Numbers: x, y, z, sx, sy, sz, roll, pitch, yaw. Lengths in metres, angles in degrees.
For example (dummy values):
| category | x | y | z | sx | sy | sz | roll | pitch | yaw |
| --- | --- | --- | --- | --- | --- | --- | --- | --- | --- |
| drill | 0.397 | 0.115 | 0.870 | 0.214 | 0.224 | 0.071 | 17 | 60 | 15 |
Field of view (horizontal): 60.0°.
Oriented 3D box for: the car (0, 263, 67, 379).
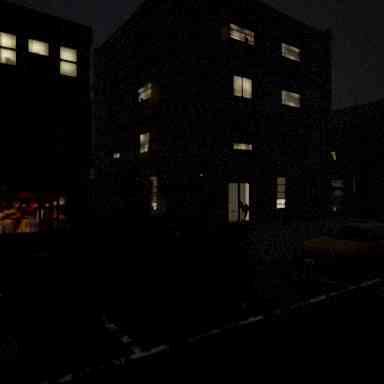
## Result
| category | x | y | z | sx | sy | sz | roll | pitch | yaw |
| --- | --- | --- | --- | --- | --- | --- | --- | --- | --- |
| car | -3.795 | 1.551 | 3.854 | 4.403 | 1.369 | 2.008 | 0 | 0 | -36 |

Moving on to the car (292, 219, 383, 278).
| category | x | y | z | sx | sy | sz | roll | pitch | yaw |
| --- | --- | --- | --- | --- | --- | --- | --- | --- | --- |
| car | 5.056 | 1.526 | 10.177 | 4.829 | 1.417 | 1.752 | 0 | 0 | -36 |
